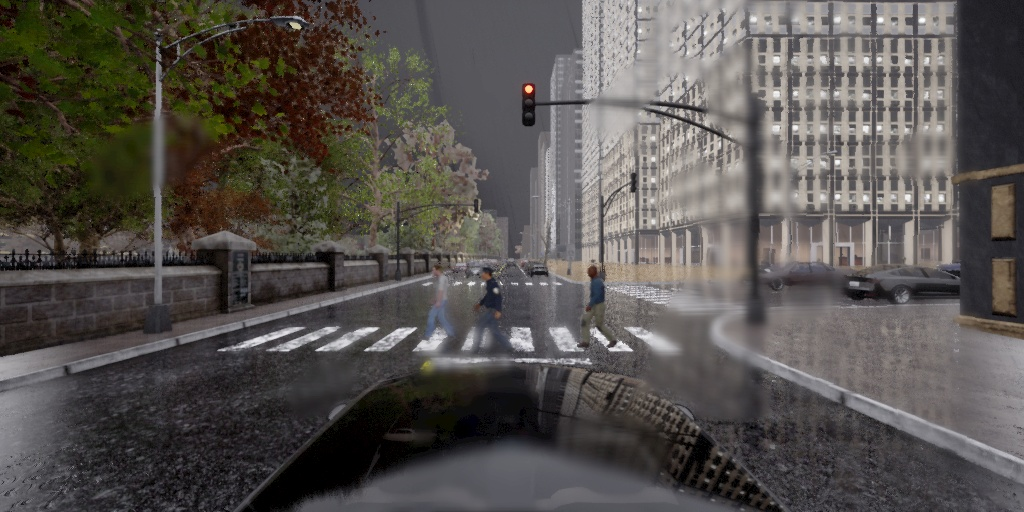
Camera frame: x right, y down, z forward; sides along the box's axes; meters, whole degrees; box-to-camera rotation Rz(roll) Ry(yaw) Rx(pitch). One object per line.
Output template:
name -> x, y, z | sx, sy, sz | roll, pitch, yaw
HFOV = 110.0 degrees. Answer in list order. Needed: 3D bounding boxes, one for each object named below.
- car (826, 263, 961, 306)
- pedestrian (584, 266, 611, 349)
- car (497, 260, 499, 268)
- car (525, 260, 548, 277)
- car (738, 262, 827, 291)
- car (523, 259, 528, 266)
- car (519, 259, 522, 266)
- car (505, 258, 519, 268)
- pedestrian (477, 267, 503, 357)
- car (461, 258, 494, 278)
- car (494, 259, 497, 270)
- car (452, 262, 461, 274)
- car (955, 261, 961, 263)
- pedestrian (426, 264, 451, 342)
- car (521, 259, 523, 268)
car -> 14.659, 1.026, 13.176 | 4.313, 1.339, 1.948 | 0, 0, 0
pedestrian -> 1.828, 1.041, 7.688 | 0.375, 1.860, 0.375 | 0, 0, 0
car -> -3.197, 1.264, 60.120 | 1.882, 1.535, 5.008 | 0, 0, 0
car -> 2.614, 1.330, 35.732 | 1.948, 1.339, 4.313 | 0, 0, 0
car -> 15.102, 1.024, 18.974 | 5.357, 1.411, 2.033 | -1, 0, 0
car -> 2.602, 1.333, 41.365 | 1.948, 1.339, 4.313 | 0, 0, 0
car -> 2.554, 1.336, 63.895 | 1.888, 1.381, 4.507 | 0, 0, 0
car -> -0.135, 1.294, 62.562 | 1.837, 1.490, 4.892 | 0, 0, 0
pedestrian -> -0.431, 1.044, 7.082 | 0.375, 1.860, 0.375 | 0, 0, 0
car -> -3.156, 1.254, 33.902 | 2.128, 1.511, 4.902 | 0, 0, 1
car -> -3.191, 1.334, 44.339 | 1.994, 1.385, 4.181 | 0, 0, 0
car -> -5.778, 1.350, 41.346 | 1.802, 1.307, 4.207 | 0, 0, 0
car -> 25.363, 0.655, 19.050 | 4.553, 1.767, 2.097 | -1, 0, 0
pedestrian -> -1.698, 1.043, 8.280 | 0.375, 1.860, 0.375 | 0, 0, 0
car -> 2.590, 1.338, 46.997 | 1.948, 1.339, 4.313 | 0, 0, 0
